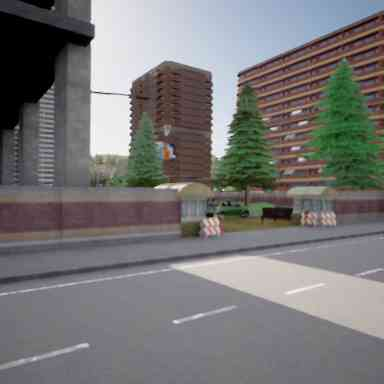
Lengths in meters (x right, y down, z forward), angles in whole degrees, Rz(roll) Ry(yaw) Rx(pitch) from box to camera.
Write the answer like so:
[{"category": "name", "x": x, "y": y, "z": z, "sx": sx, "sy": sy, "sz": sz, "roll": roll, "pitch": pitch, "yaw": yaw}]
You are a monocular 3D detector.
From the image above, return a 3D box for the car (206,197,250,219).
[{"category": "car", "x": 3.212, "y": 1.523, "z": 29.109, "sx": 3.988, "sy": 1.617, "sz": 1.851, "roll": 1, "pitch": 0, "yaw": -35}]

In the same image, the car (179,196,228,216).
[{"category": "car", "x": 1.181, "y": 1.361, "z": 33.156, "sx": 4.605, "sy": 1.855, "sz": 1.932, "roll": 1, "pitch": 0, "yaw": -35}]
